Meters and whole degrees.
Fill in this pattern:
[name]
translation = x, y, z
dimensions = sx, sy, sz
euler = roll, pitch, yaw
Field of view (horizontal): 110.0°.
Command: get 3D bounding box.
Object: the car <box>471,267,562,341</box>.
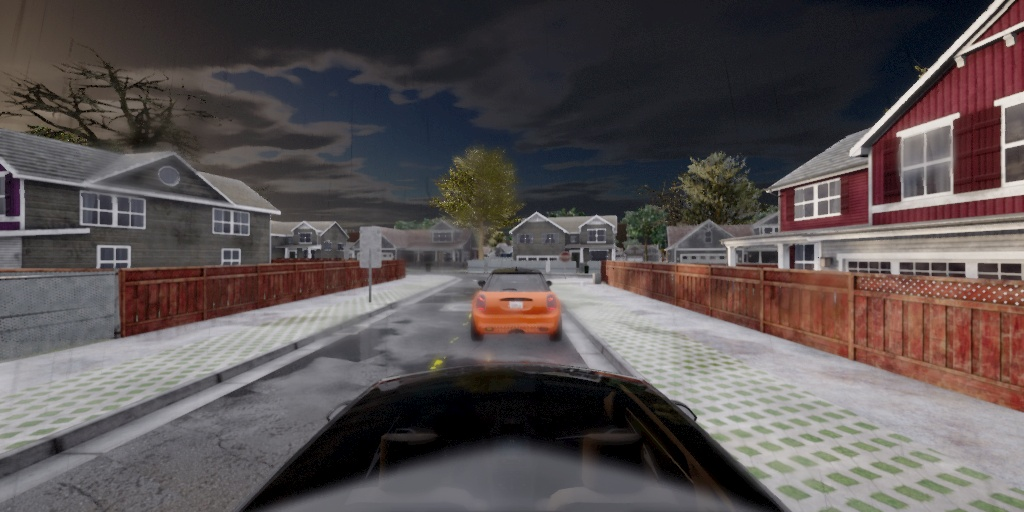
[car]
translation = 0.103, 1.099, 10.007
dimensions = 2.097, 1.767, 4.553
euler = 0, 0, 0
